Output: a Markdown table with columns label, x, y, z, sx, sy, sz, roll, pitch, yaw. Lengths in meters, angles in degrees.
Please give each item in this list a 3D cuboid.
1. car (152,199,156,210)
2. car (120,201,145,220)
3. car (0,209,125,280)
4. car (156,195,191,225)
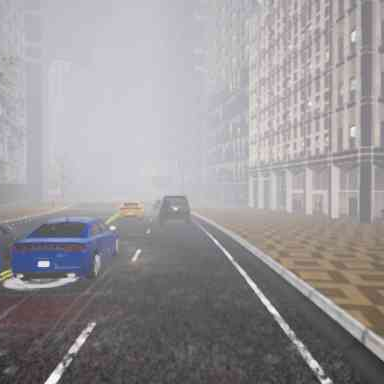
| label | x | y | z | sx | sy | sz | roll | pitch | yaw |
| --- | --- | --- | --- | --- | --- | --- | --- | --- | --- |
| car | -4.092 | 1.536 | 42.389 | 1.812 | 1.442 | 4.674 | 0 | 0 | -11 |
| car | -5.103 | 1.496 | 28.314 | 1.882 | 1.535 | 5.008 | 0 | 0 | -7 |
| car | -3.471 | 1.487 | 10.032 | 1.882 | 1.535 | 5.008 | 0 | 0 | -2 |
| car | -1.370 | 1.224 | 24.615 | 2.150 | 2.045 | 5.566 | 0 | 0 | -6 |
